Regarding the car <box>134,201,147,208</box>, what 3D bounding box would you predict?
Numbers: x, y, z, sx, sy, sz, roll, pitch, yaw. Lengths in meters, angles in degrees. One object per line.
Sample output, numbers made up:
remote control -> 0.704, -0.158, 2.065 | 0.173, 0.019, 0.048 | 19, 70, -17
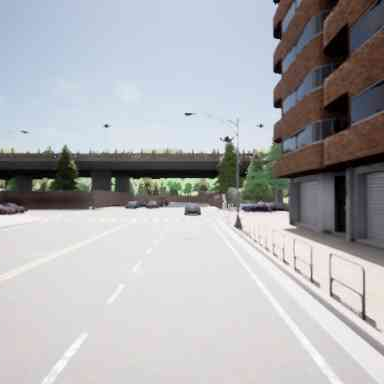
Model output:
car -> -10.523, 2.463, 68.251 | 1.994, 1.385, 4.181 | 0, -1, 0

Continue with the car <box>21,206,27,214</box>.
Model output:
car -> -22.919, 2.061, 41.526 | 4.181, 1.385, 1.994 | 0, -1, 0

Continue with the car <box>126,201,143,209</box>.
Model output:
car -> -10.575, 2.320, 59.704 | 1.812, 1.442, 4.674 | 0, -1, 0

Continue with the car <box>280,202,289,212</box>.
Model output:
car -> 12.203, 2.140, 48.615 | 5.357, 1.411, 2.033 | 0, -1, 2

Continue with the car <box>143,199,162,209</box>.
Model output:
car -> -7.078, 2.366, 60.302 | 1.994, 1.385, 4.181 | 0, -1, 0

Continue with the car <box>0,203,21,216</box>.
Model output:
car -> -22.709, 1.976, 38.027 | 4.674, 1.442, 1.812 | 0, -1, 0

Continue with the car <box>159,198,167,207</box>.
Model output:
car -> -7.023, 2.465, 69.530 | 2.033, 1.411, 5.357 | 0, -1, 0

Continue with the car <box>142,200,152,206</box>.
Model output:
car -> -10.526, 2.563, 78.140 | 1.812, 1.442, 4.674 | 0, -1, 0

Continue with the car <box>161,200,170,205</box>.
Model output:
car -> -7.056, 2.742, 89.466 | 1.994, 1.385, 4.181 | 0, -1, 0

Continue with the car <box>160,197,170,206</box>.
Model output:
car -> -7.027, 2.284, 79.628 | 2.150, 2.045, 5.566 | 0, -1, 0

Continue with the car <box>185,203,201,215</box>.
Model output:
car -> 0.085, 2.098, 42.039 | 1.994, 1.385, 4.181 | 0, -1, 0

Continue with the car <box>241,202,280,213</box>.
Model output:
car -> 9.025, 2.149, 45.266 | 4.718, 1.301, 1.895 | 0, -1, 1

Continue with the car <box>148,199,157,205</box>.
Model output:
car -> -10.547, 2.700, 88.465 | 1.812, 1.442, 4.674 | 0, -1, 0
